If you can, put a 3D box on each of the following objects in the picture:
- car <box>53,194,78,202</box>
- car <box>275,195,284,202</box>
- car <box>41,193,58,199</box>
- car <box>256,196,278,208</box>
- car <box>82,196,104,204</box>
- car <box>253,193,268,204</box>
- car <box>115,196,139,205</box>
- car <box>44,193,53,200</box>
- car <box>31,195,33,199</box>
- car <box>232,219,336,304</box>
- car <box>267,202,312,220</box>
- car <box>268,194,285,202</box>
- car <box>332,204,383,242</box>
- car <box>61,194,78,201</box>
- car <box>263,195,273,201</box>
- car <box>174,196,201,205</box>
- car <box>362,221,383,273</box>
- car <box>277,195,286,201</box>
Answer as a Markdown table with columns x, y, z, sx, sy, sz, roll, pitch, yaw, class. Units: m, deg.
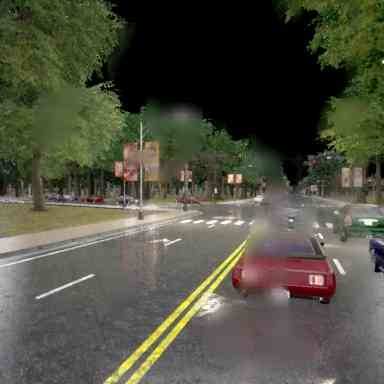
| x | y | z | sx | sy | sz | roll | pitch | yaw | class |
| --- | --- | --- | --- | --- | --- | --- | --- | --- | --- |
| -25.829 | 1.299 | 67.691 | 4.674 | 1.442 | 1.812 | 0 | 0 | 40 | car |
| 19.903 | 1.535 | 75.842 | 1.812 | 1.442 | 4.674 | 0 | 0 | 17 | car |
| -36.613 | 1.072 | 85.392 | 5.357 | 1.411 | 2.033 | 0 | 0 | 40 | car |
| 10.541 | 1.578 | 46.296 | 1.895 | 1.301 | 4.718 | 0 | 0 | 18 | car |
| -18.111 | 1.422 | 61.063 | 4.718 | 1.301 | 1.895 | 0 | 0 | 41 | car |
| 13.396 | 1.533 | 65.997 | 1.812 | 1.442 | 4.674 | 0 | 0 | 18 | car |
| -10.705 | 1.361 | 54.754 | 4.902 | 1.511 | 2.128 | 0 | 0 | 41 | car |
| -31.457 | 1.258 | 76.743 | 4.674 | 1.442 | 1.812 | 0 | 0 | 40 | car |
| -39.036 | 1.252 | 83.187 | 4.181 | 1.385 | 1.994 | 0 | 0 | 40 | car |
| 2.299 | 1.601 | 8.255 | 1.895 | 1.301 | 4.718 | 0 | 0 | 17 | car |
| 5.015 | 1.505 | 17.107 | 1.837 | 1.490 | 4.892 | 0 | 0 | 17 | car |
| 16.849 | 1.556 | 66.118 | 2.033 | 1.411 | 5.357 | 0 | 0 | 18 | car |
| 8.146 | 1.352 | 16.224 | 2.097 | 1.767 | 4.553 | 0 | 0 | 17 | car |
| -28.994 | 1.280 | 78.914 | 4.181 | 1.385 | 1.994 | 0 | 0 | 40 | car |
| 19.787 | 1.554 | 86.341 | 2.033 | 1.411 | 5.357 | 0 | 0 | 17 | car |
| -0.754 | 1.428 | 55.048 | 4.674 | 1.442 | 1.812 | 0 | 1 | 33 | car |
| 5.505 | 1.601 | 7.632 | 1.895 | 1.301 | 4.718 | 0 | 0 | 17 | car |
| 23.137 | 1.554 | 86.166 | 2.033 | 1.411 | 5.357 | 0 | 0 | 17 | car |
